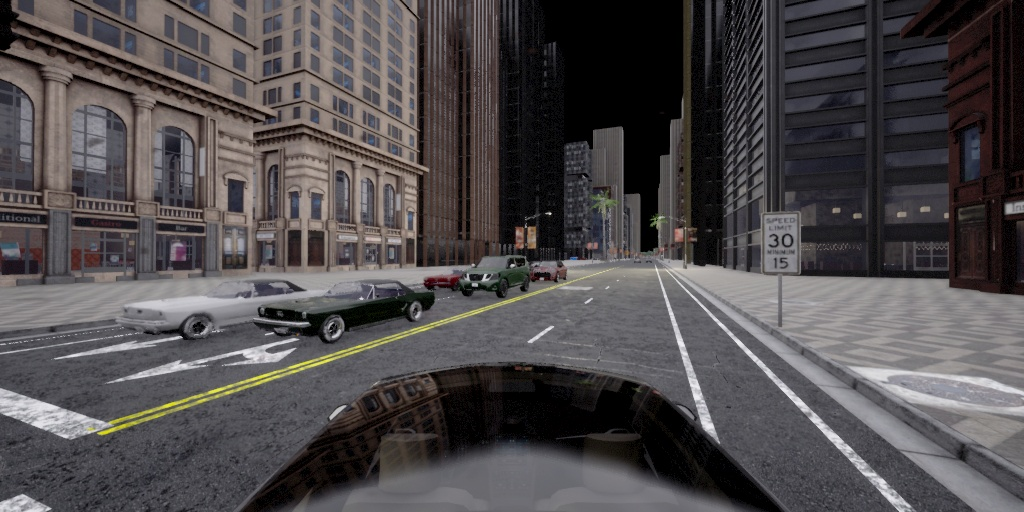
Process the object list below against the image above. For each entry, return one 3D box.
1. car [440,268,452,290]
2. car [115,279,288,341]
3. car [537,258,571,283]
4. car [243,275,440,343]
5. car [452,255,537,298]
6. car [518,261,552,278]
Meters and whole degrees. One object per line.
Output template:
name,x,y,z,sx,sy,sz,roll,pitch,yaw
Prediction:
car,-3.285,1.357,21.416,1.895,1.301,4.718,0,0,21
car,-7.673,1.351,10.212,1.895,1.301,4.718,0,0,21
car,3.002,1.116,28.581,2.097,1.767,4.553,0,0,21
car,-4.271,1.352,9.985,1.895,1.301,4.718,0,0,24
car,-0.705,0.977,19.072,2.150,2.045,5.566,0,0,21
car,2.383,1.247,35.804,1.882,1.535,5.008,0,0,22
